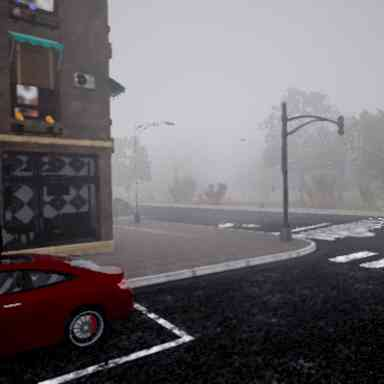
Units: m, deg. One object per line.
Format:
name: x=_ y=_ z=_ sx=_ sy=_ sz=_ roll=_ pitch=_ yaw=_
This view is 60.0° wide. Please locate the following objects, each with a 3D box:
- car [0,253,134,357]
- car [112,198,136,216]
car: x=-2.885 y=1.581 z=4.637 sx=4.206 sy=1.307 sz=1.802 roll=0 pitch=-1 yaw=-35
car: x=-7.847 y=1.458 z=34.928 sx=2.097 sy=1.767 sz=4.553 roll=-2 pitch=1 yaw=-41
